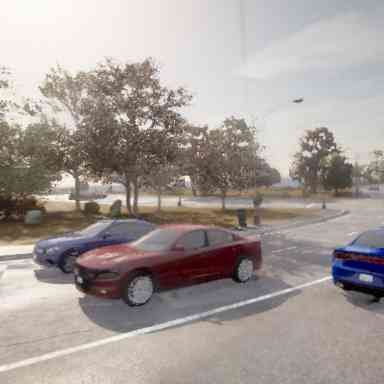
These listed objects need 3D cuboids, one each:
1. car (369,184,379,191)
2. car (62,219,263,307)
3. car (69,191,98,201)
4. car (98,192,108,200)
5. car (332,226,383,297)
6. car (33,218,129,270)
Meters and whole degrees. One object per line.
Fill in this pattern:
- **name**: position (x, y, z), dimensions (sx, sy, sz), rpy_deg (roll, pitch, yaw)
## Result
- **car**: position (42.839, -1.047, 78.188), dimensions (1.812, 1.442, 4.674), rpy_deg (-2, 1, 25)
- **car**: position (-0.331, 1.557, 8.356), dimensions (5.008, 1.535, 1.882), rpy_deg (1, -1, -38)
- **car**: position (-19.475, 0.551, 58.671), dimensions (4.553, 1.767, 2.097), rpy_deg (2, 3, 28)
- **car**: position (-17.974, 0.646, 61.849), dimensions (4.718, 1.301, 1.895), rpy_deg (2, 3, 28)
- **car**: position (5.404, 1.580, 8.311), dimensions (5.008, 1.535, 1.882), rpy_deg (0, 0, -40)
- **car**: position (-2.656, 1.616, 10.952), dimensions (4.674, 1.442, 1.812), rpy_deg (1, -1, -38)
